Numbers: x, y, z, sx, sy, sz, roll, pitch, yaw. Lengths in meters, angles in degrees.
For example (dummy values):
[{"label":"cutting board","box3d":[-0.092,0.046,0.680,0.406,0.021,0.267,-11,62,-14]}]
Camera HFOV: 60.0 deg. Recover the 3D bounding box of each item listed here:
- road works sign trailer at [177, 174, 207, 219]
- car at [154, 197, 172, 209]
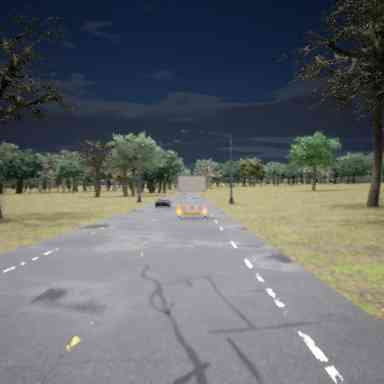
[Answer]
[{"label":"road works sign trailer","box3d":[0.004,0.348,26.923,2.380,3.560,2.880,0,0,0]},{"label":"car","box3d":[-3.583,1.348,41.707,1.895,1.301,4.718,0,1,0]}]
